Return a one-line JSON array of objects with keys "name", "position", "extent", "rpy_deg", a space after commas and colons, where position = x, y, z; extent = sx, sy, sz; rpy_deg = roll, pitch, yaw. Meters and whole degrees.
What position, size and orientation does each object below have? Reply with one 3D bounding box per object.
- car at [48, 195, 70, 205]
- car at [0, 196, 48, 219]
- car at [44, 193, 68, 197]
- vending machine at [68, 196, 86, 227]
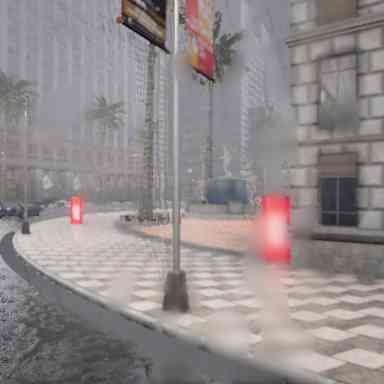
[{"name": "car", "position": [-17.816, 1.471, 47.748], "extent": [1.812, 1.442, 4.674], "rpy_deg": [0, 0, 31]}, {"name": "car", "position": [-15.708, 1.534, 30.803], "extent": [2.097, 1.767, 4.553], "rpy_deg": [0, 0, 2]}, {"name": "car", "position": [-20.820, 1.179, 49.545], "extent": [2.150, 2.045, 5.566], "rpy_deg": [0, 0, 31]}, {"name": "vending machine", "position": [-8.141, 1.342, 23.563], "extent": [1.100, 2.100, 0.880], "rpy_deg": [0, 0, -14]}]
